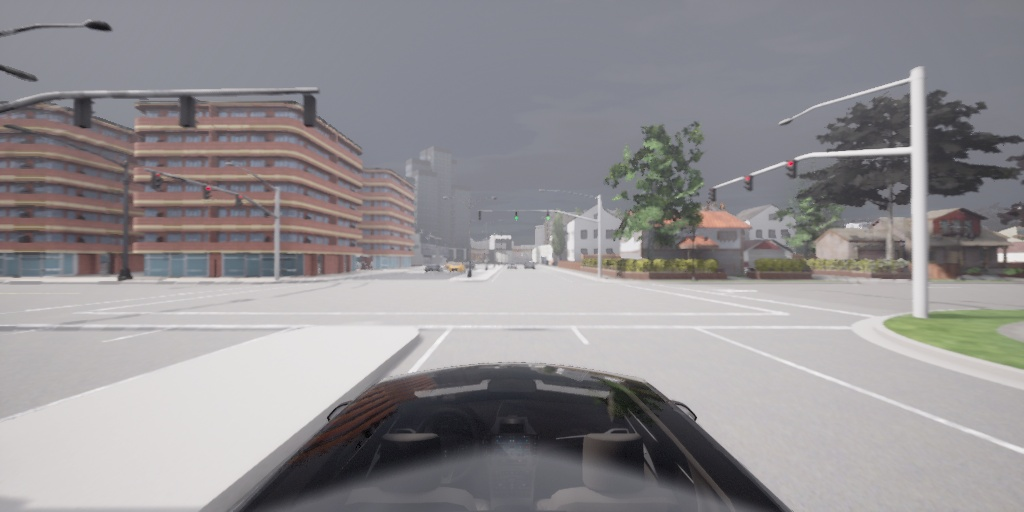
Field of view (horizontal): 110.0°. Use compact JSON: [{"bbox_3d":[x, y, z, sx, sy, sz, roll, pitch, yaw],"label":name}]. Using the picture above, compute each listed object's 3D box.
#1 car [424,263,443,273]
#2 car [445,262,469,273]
[{"bbox_3d":[-11.553,1.774,52.880,1.994,1.385,4.181,0,0,1],"label":"car"},{"bbox_3d":[-8.052,1.688,52.876,1.882,1.535,5.008,0,0,1],"label":"car"}]
